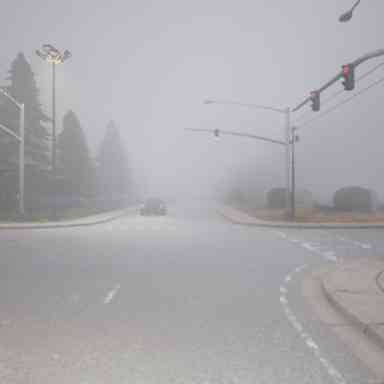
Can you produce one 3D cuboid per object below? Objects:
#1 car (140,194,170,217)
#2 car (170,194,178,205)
[{"bbox_3d":[-3.453,1.261,30.646,2.097,1.767,4.553,0,0,0],"label":"car"},{"bbox_3d":[-3.412,1.153,56.398,2.097,1.767,4.553,0,0,0],"label":"car"}]
